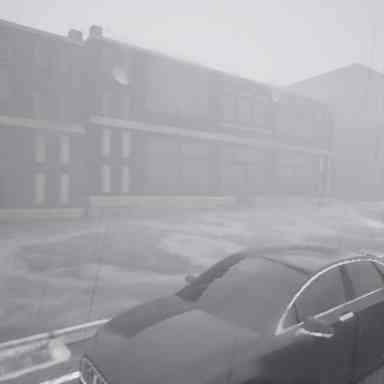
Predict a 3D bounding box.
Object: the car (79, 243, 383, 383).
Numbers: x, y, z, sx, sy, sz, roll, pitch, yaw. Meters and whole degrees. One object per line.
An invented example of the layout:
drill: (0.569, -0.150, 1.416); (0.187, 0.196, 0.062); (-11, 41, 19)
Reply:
car: (1.136, 1.499, 4.175); (4.892, 1.490, 1.837); (0, 0, -35)
